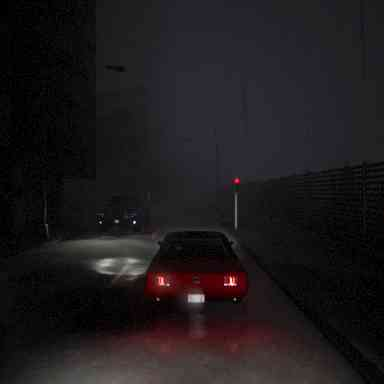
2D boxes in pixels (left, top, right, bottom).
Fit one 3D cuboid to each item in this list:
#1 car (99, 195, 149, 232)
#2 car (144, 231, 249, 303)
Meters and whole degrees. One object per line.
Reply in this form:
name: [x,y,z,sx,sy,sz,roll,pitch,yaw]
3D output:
car: [-4.001,1.207,20.429,2.150,2.045,5.566,0,0,0]
car: [0.089,1.601,8.123,1.895,1.301,4.718,0,0,0]
